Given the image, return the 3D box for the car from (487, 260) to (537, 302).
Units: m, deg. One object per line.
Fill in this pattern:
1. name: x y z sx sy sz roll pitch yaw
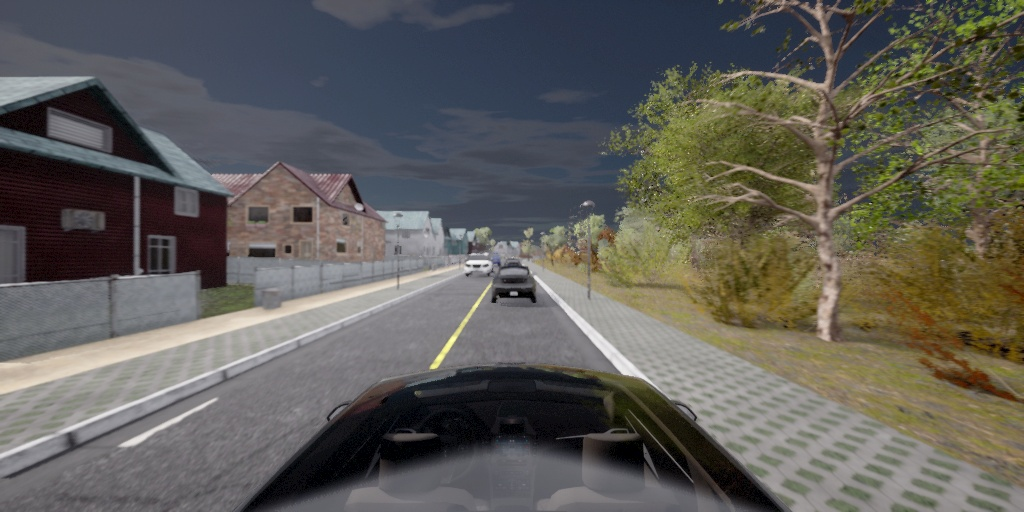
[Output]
1. car: 0.077 1.144 16.085 1.837 1.490 4.892 0 1 0

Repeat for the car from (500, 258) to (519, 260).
1. car: 0.064 0.979 36.492 1.837 1.490 4.892 0 1 0

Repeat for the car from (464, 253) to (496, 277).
1. car: -2.872 0.737 31.866 2.150 2.045 5.566 0 1 0

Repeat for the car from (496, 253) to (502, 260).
1. car: -2.804 0.549 55.276 2.150 2.045 5.566 0 0 0
